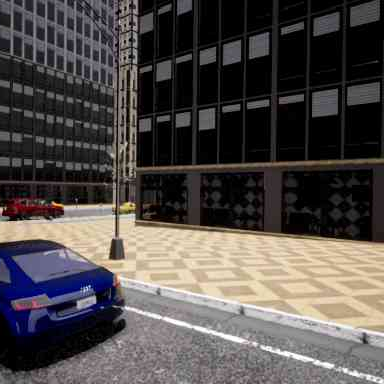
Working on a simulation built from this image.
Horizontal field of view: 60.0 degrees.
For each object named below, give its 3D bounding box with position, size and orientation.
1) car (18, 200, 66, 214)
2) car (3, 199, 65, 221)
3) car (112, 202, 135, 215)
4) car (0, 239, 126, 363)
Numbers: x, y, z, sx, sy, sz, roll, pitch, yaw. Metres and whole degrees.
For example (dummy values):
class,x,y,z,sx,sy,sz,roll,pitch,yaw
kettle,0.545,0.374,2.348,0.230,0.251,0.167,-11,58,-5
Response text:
class,x,y,z,sx,sy,sz,roll,pitch,yaw
car,-17.308,1.643,38.510,1.752,1.417,4.829,1,0,36
car,-13.778,1.520,29.147,2.192,1.841,5.009,1,0,36
car,-7.013,1.830,38.383,1.752,1.417,4.829,1,0,36
car,-3.181,1.561,5.935,4.181,1.385,1.994,0,0,34
